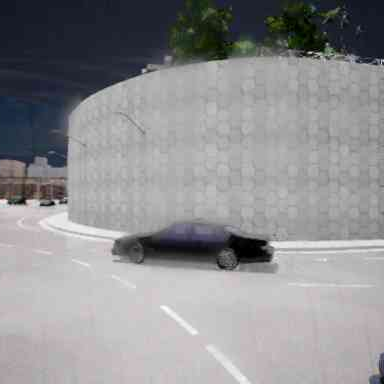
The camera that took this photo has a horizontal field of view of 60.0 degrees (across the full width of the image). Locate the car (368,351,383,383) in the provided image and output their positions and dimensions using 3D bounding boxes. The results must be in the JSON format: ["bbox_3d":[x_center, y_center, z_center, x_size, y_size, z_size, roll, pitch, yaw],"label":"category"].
[{"bbox_3d":[3.081,1.581,0.949,2.033,1.411,5.357,1,-1,-10],"label":"car"}]

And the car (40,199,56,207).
[{"bbox_3d":[-27.130,2.069,62.737,1.994,1.385,4.181,1,-1,-9],"label":"car"}]

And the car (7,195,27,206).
[{"bbox_3d":[-34.968,1.717,66.655,2.150,2.045,5.566,1,-1,-9],"label":"car"}]

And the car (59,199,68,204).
[{"bbox_3d":[-29.728,2.204,77.756,1.994,1.385,4.181,1,-1,-9],"label":"car"}]

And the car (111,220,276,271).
[{"bbox_3d":[0.047,1.673,11.185,5.357,1.411,2.033,0,-1,17],"label":"car"}]
